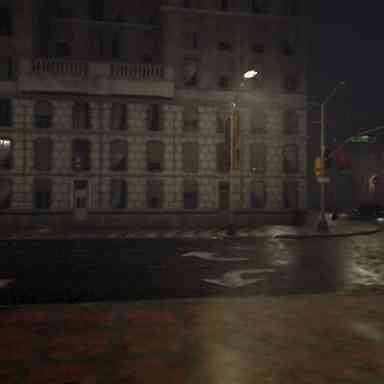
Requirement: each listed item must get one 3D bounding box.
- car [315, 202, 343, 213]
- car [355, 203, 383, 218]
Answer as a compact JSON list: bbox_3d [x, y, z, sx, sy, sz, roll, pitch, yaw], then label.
[{"bbox_3d":[19.452,2.193,47.333,1.882,1.535,5.008,0,-1,-7],"label":"car"},{"bbox_3d":[20.711,2.094,37.925,1.837,1.490,4.892,0,-1,-8],"label":"car"}]
